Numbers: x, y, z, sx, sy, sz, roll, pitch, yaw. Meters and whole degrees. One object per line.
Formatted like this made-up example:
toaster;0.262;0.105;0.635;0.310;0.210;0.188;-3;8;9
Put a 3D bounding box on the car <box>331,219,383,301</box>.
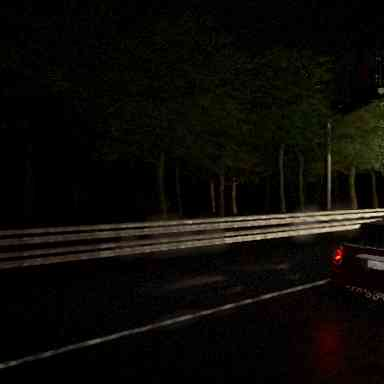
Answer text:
car;5.126;1.341;7.273;4.553;1.767;2.097;0;0;-34
